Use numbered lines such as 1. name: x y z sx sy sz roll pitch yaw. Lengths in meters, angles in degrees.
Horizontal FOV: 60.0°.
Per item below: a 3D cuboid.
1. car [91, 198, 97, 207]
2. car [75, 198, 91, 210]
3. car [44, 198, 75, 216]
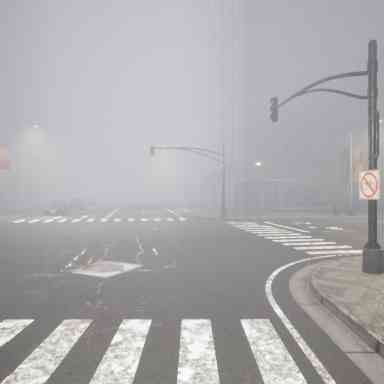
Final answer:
1. car: -16.375 1.600 53.139 1.994 1.385 4.181 0 0 -9
2. car: -14.745 1.503 43.064 1.882 1.535 5.008 0 0 -9
3. car: -13.057 1.541 32.625 1.812 1.442 4.674 0 0 -10
